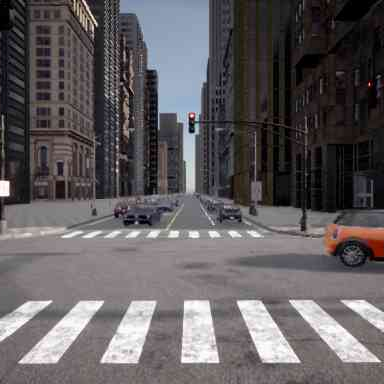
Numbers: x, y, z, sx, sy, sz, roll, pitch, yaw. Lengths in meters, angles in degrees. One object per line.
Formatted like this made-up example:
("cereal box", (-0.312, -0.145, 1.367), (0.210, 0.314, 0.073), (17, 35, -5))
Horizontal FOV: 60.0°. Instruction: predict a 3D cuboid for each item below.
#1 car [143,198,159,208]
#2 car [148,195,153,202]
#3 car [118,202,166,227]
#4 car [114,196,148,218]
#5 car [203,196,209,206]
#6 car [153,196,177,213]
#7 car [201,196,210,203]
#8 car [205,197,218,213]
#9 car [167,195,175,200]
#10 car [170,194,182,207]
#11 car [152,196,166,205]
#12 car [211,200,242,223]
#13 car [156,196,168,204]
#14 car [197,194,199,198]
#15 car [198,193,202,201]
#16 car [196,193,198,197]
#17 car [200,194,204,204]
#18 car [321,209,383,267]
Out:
("car", (-5.776, 1.589, 47.702), (1.802, 1.307, 4.206), (0, 0, 0))
("car", (-5.774, 1.444, 36.421), (1.967, 1.590, 4.097), (0, 0, 0))
("car", (-3.257, 1.602, 22.785), (1.895, 1.301, 4.718), (0, 0, 4))
("car", (-5.772, 1.317, 30.780), (2.192, 1.841, 5.009), (0, 0, 0))
("car", (2.751, 1.550, 42.072), (1.887, 1.381, 4.507), (0, 0, 0))
("car", (-3.099, 1.551, 37.613), (2.033, 1.411, 5.357), (0, 0, 0))
("car", (2.744, 1.545, 70.445), (1.752, 1.417, 4.829), (0, 0, 0))
("car", (2.752, 1.554, 36.432), (2.008, 1.369, 4.403), (0, 0, 0))
("car", (-5.787, 1.566, 92.658), (1.752, 1.417, 4.829), (0, 0, 0))
("car", (-3.043, 1.501, 51.302), (2.128, 1.511, 4.902), (0, 0, 0))
("car", (-5.779, 1.452, 58.983), (1.967, 1.590, 4.097), (0, 0, 0))
("car", (2.754, 1.552, 25.150), (2.008, 1.369, 4.403), (0, 0, 0))
("car", (-5.780, 1.541, 64.454), (1.752, 1.417, 4.829), (0, 0, 0))
("car", (2.743, 1.569, 75.915), (1.887, 1.381, 4.507), (0, 0, 0))
("car", (2.745, 1.456, 64.635), (1.967, 1.590, 4.097), (0, 0, 0))
("car", (2.740, 1.561, 87.367), (1.752, 1.417, 4.829), (0, 0, 0))
("car", (2.748, 1.449, 53.354), (1.967, 1.590, 4.097), (0, 0, 0))
("car", (6.550, 1.337, 10.398), (4.553, 1.767, 2.097), (0, 0, 14))
